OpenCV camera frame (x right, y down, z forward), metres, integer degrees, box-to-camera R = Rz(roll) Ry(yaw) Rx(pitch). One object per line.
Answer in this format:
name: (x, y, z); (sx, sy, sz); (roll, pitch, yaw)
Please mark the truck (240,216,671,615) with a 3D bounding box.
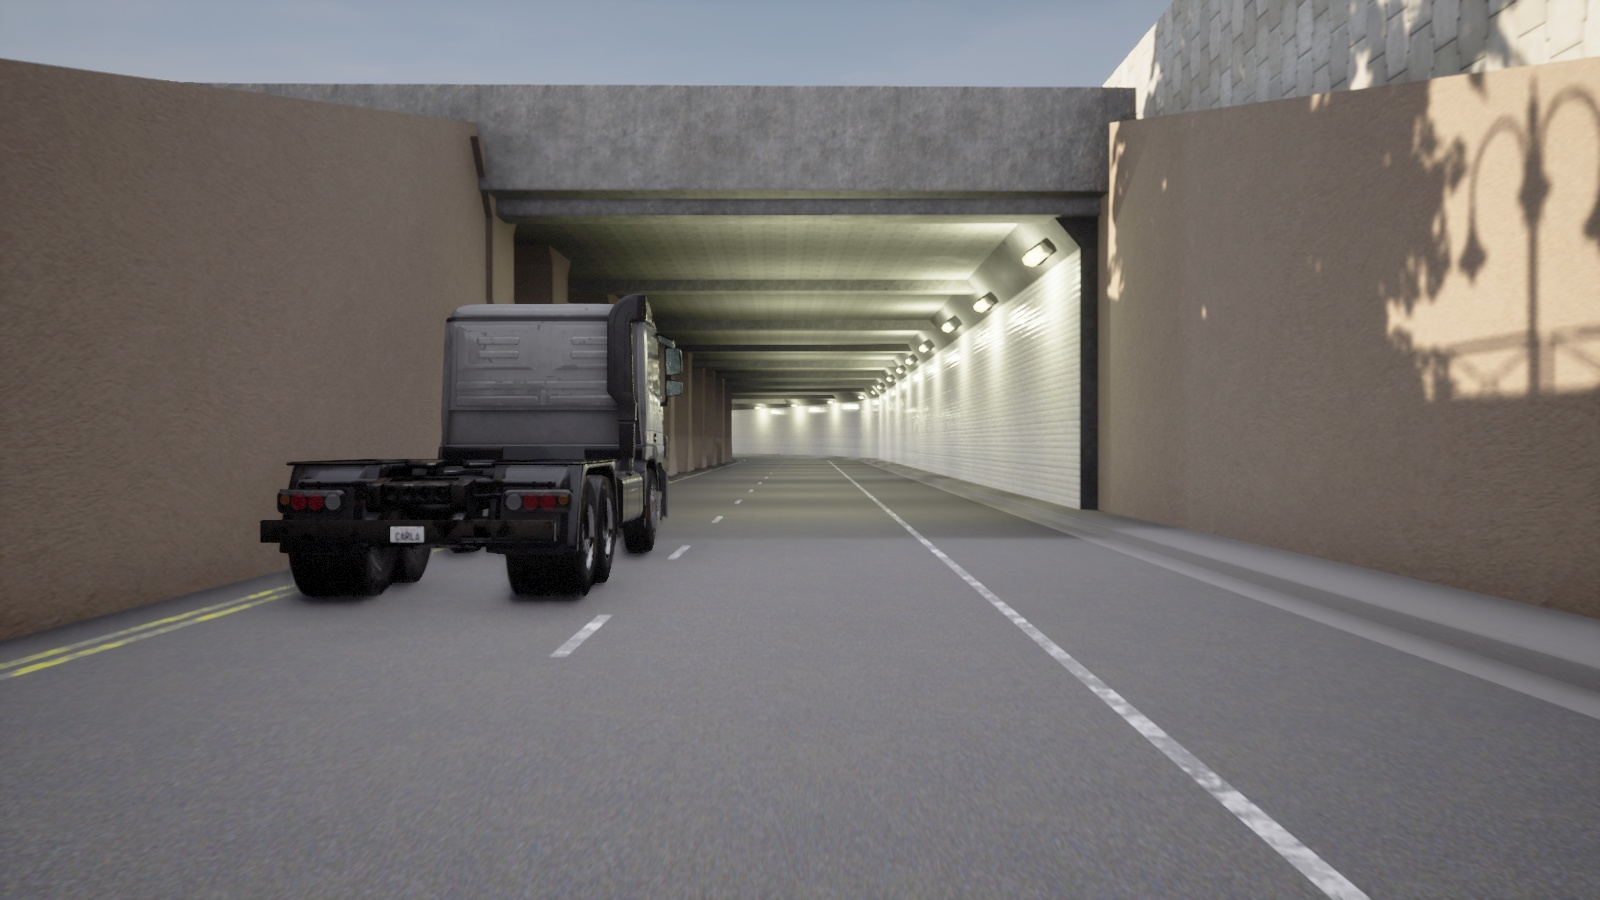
truck: (-3.401, -0.322, 14.888); (2.891, 3.462, 7.936); (0, 0, 0)
